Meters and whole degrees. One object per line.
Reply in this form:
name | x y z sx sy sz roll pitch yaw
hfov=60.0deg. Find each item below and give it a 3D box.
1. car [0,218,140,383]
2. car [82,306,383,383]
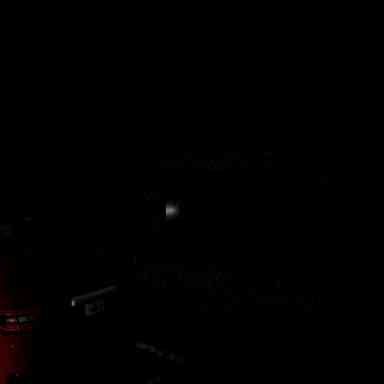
car | -2.970 1.315 4.939 5.009 1.841 2.192 0 0 36
car | 1.515 1.582 1.724 4.206 1.307 1.802 0 0 36
